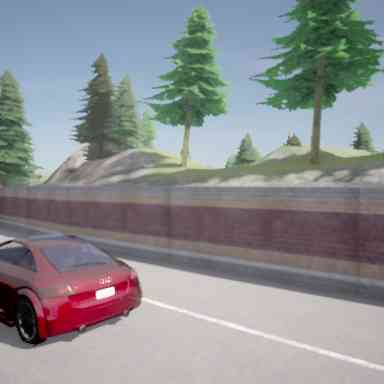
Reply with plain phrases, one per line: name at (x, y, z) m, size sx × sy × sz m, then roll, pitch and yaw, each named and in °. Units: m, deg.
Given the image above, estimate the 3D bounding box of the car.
car at (-2.911, 1.512, 6.396) m, size 4.181 × 1.385 × 1.994 m, roll 1°, pitch 0°, yaw 38°
